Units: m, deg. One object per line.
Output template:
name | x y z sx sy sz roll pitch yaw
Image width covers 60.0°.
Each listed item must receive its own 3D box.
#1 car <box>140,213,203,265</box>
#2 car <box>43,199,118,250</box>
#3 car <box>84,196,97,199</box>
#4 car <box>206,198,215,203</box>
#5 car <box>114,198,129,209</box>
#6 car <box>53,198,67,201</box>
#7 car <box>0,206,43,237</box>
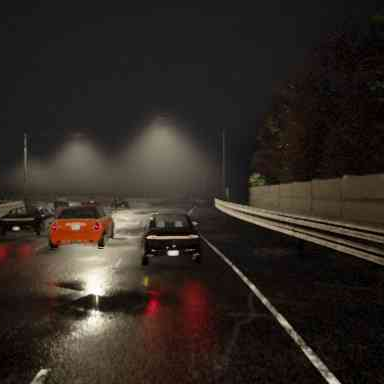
car | -0.784 1.493 11.703 2.128 1.511 4.902 0 0 -6
car | -4.705 1.367 14.770 2.097 1.767 4.553 0 0 -7
car | -14.093 1.398 45.998 2.097 1.767 4.553 0 0 -24
car | 4.967 2.222 88.896 1.994 1.385 4.181 0 -3 10
car | -9.842 1.532 45.063 1.837 1.490 4.892 0 0 -23
car | -18.874 1.554 47.828 2.128 1.511 4.902 0 0 -27
car | -8.810 1.521 18.252 2.128 1.511 4.902 0 0 -10
